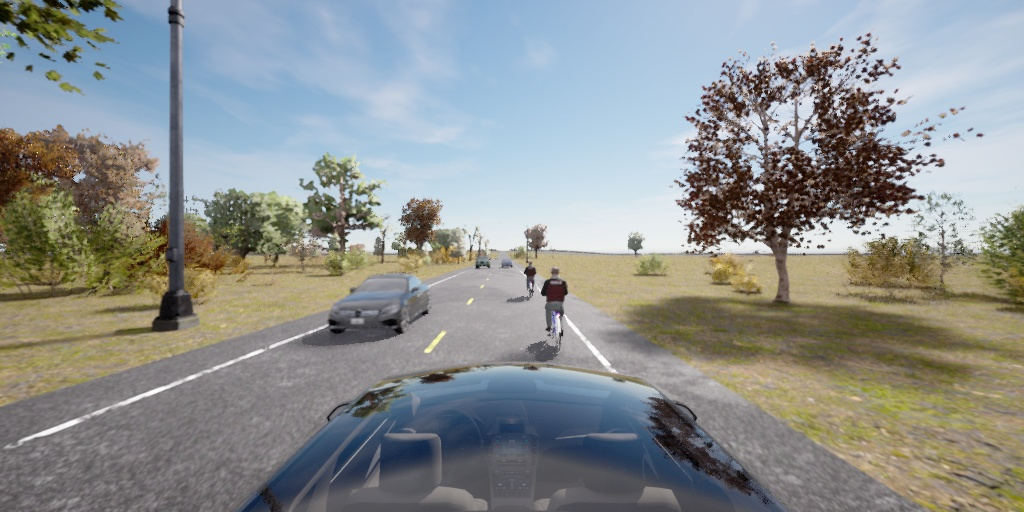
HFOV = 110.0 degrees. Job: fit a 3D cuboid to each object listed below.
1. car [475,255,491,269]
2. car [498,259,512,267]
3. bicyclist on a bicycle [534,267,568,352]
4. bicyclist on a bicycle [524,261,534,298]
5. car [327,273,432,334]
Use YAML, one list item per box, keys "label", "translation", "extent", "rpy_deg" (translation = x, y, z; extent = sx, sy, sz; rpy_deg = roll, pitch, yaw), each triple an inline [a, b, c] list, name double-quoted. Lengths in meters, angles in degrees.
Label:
- label: "car"
  translation: [-4.390, 0.925, 54.533]
  extent: [2.150, 2.045, 5.566]
  rpy_deg: [0, 0, -1]
- label: "car"
  translation: [-0.859, 1.240, 61.949]
  extent: [2.033, 1.411, 5.357]
  rpy_deg: [0, 0, -1]
- label: "bicyclist on a bicycle"
  translation: [0.937, 1.115, 8.017]
  extent: [0.659, 1.776, 1.843]
  rpy_deg: [0, 0, 0]
- label: "bicyclist on a bicycle"
  translation: [0.862, 1.108, 17.034]
  extent: [0.659, 1.776, 1.843]
  rpy_deg: [0, 0, -1]
- label: "car"
  translation: [-3.630, 1.268, 10.707]
  extent: [1.812, 1.442, 4.674]
  rpy_deg: [0, 0, -1]
